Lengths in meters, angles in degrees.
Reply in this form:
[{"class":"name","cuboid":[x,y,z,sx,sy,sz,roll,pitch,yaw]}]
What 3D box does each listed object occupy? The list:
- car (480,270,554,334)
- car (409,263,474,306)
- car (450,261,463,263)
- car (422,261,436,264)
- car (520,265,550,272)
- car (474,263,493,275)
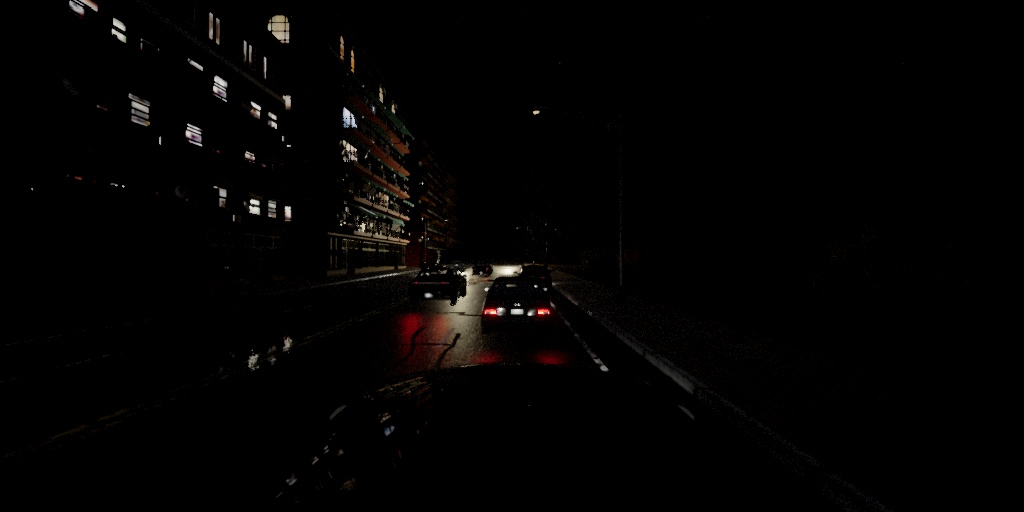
[{"class":"car","cuboid":[0.117,1.299,10.568,2.033,1.411,5.357,0,0,0]},{"class":"car","cuboid":[-3.126,1.243,15.865,2.128,1.511,4.902,0,0,0]},{"class":"car","cuboid":[-6.524,1.277,41.895,1.812,1.442,4.674,0,0,0]},{"class":"car","cuboid":[-9.771,1.315,43.238,1.994,1.385,4.181,0,0,0]},{"class":"car","cuboid":[1.171,1.257,20.257,1.837,1.490,4.892,0,0,0]},{"class":"car","cuboid":[-3.081,1.352,38.102,1.895,1.301,4.718,0,0,0]}]
